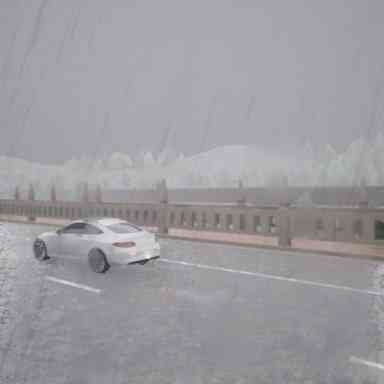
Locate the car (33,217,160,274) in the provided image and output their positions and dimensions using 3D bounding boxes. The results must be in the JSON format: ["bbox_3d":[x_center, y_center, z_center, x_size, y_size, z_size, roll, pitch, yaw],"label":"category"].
[{"bbox_3d":[-3.092,1.526,10.501,4.674,1.442,1.812,0,0,36],"label":"car"}]
